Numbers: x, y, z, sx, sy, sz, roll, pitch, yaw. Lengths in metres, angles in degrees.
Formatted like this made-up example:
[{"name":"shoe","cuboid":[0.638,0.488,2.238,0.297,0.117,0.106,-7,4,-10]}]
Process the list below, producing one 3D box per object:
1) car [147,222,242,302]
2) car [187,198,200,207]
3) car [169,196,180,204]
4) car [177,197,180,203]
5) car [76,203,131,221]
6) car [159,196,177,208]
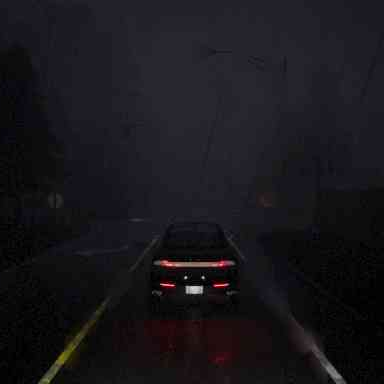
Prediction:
[{"name":"car","cuboid":[0.064,1.491,8.222,2.128,1.511,4.902,0,0,1]},{"name":"car","cuboid":[0.174,1.600,50.601,1.895,1.301,4.718,0,0,0]},{"name":"car","cuboid":[-3.452,1.564,66.081,1.994,1.385,4.181,0,0,1]},{"name":"car","cuboid":[-3.520,1.477,56.110,1.882,1.535,5.008,0,0,0]},{"name":"car","cuboid":[-6.984,1.572,26.355,4.181,1.385,1.994,0,0,-12]},{"name":"car","cuboid":[-3.530,1.525,46.821,1.812,1.442,4.674,0,0,0]}]
